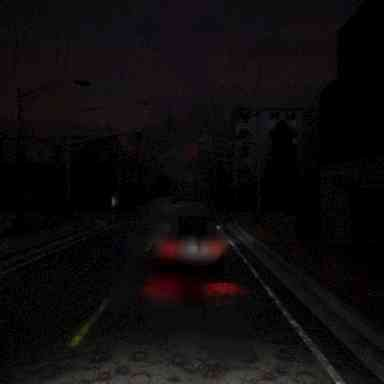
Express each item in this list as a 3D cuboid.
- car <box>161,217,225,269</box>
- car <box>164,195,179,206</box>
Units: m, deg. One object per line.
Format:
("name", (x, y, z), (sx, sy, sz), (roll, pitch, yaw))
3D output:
("car", (0.040, 1.549, 11.172), (2.033, 1.411, 5.357), (0, 0, 1))
("car", (-3.564, 1.512, 55.775), (1.837, 1.490, 4.892), (0, 0, 0))
